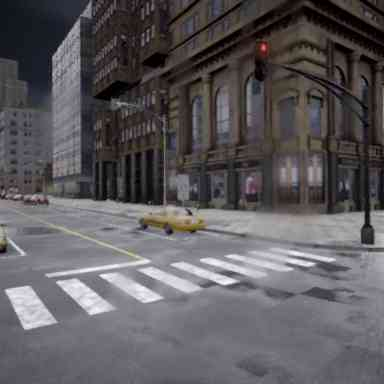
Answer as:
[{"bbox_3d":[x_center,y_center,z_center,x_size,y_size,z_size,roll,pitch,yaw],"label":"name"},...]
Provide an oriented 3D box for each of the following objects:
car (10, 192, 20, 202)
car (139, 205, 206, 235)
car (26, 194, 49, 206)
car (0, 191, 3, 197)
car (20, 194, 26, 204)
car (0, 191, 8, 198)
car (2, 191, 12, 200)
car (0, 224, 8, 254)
[{"bbox_3d":[-30.606,1.045,59.091,1.802,1.307,4.206,1,0,-35],"label":"car"},{"bbox_3d":[-1.208,1.360,17.581,1.752,1.417,4.829,1,0,-35],"label":"car"},{"bbox_3d":[-20.773,1.022,45.209,1.967,1.590,4.097,1,0,-35],"label":"car"},{"bbox_3d":[-40.435,0.670,72.975,2.192,1.841,5.009,1,0,-35],"label":"car"},{"bbox_3d":[-24.051,1.085,49.836,1.887,1.381,4.507,1,0,-35],"label":"car"},{"bbox_3d":[-46.989,0.603,82.230,2.192,1.841,5.009,1,0,-35],"label":"car"},{"bbox_3d":[-37.258,0.914,68.486,1.752,1.417,4.829,1,0,-35],"label":"car"},{"bbox_3d":[-7.964,1.400,12.369,1.752,1.417,4.829,1,0,-35],"label":"car"}]
